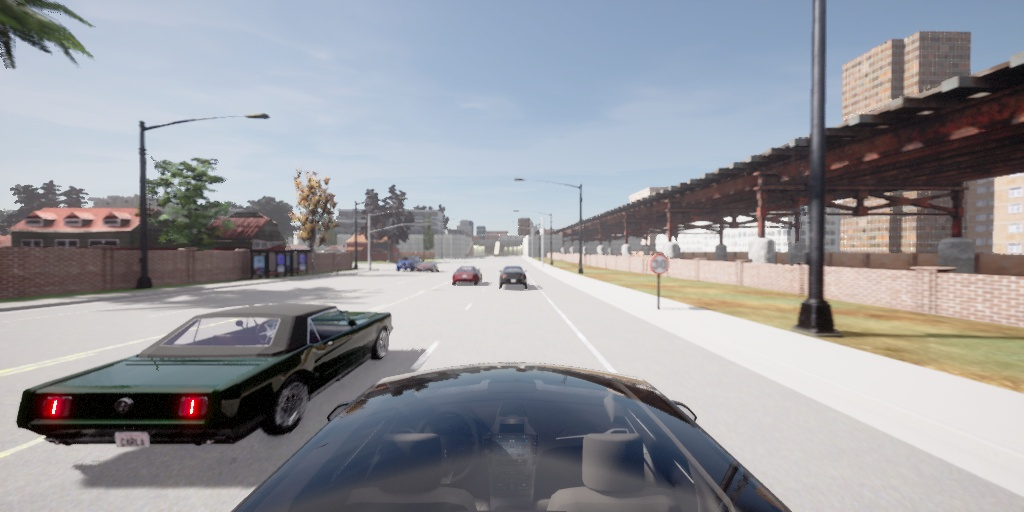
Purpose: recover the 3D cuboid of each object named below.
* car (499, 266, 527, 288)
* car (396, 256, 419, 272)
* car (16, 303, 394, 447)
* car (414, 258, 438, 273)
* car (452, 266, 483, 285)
[{"bbox_3d":[0.084,1.388,24.714,1.812,1.442,4.674,0,0,0],"label":"car"},{"bbox_3d":[-14.038,1.030,49.055,2.150,2.045,5.566,0,0,0],"label":"car"},{"bbox_3d":[-3.398,1.372,5.434,1.895,1.301,4.718,0,0,0],"label":"car"},{"bbox_3d":[-10.571,1.359,45.397,1.812,1.442,4.674,0,0,0],"label":"car"},{"bbox_3d":[-3.418,1.435,27.962,1.994,1.385,4.181,0,0,0],"label":"car"}]
